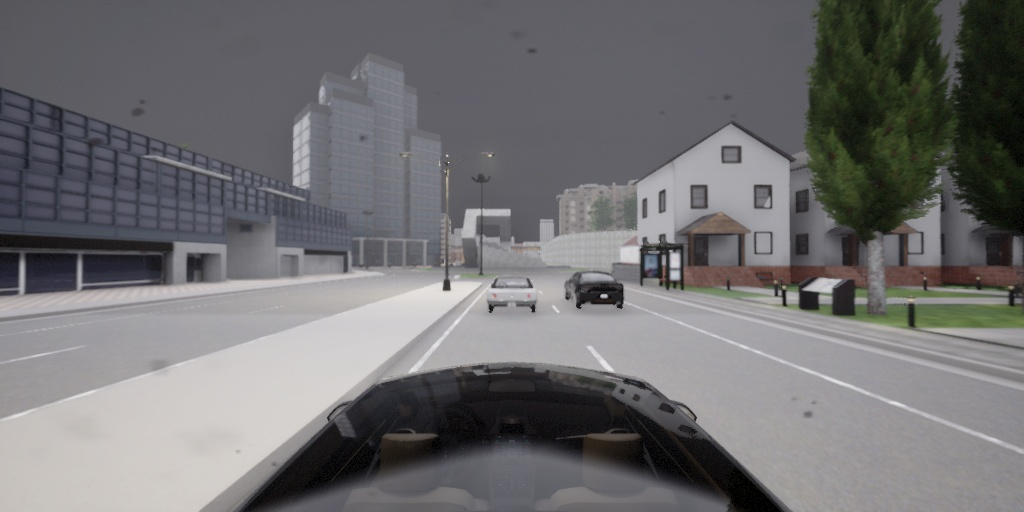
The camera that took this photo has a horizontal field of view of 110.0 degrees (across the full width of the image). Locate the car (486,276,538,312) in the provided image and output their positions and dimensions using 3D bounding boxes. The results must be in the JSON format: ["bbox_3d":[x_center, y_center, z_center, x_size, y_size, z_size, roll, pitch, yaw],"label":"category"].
[{"bbox_3d":[0.012,1.496,15.088,1.895,1.301,4.718,0,-1,0],"label":"car"}]

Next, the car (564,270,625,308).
[{"bbox_3d":[3.522,1.383,16.089,1.882,1.535,5.008,0,0,0],"label":"car"}]
